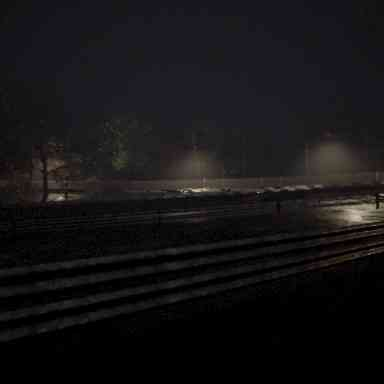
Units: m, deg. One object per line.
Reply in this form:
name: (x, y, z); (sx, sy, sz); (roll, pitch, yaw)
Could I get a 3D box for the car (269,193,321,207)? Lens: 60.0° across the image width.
car: (10.723, 0.881, 33.812); (4.553, 1.767, 2.097); (-3, 2, -15)

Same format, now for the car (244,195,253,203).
car: (8.823, 0.905, 40.551); (5.008, 1.535, 1.882); (-3, 2, -15)

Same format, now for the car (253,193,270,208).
car: (9.779, 0.985, 37.184); (4.892, 1.490, 1.837); (-3, 2, -15)
